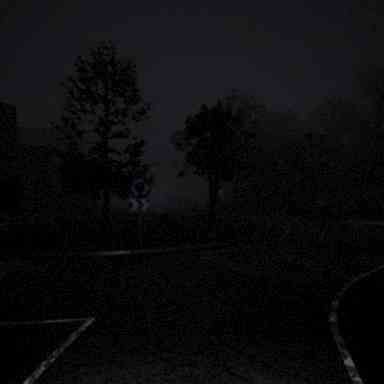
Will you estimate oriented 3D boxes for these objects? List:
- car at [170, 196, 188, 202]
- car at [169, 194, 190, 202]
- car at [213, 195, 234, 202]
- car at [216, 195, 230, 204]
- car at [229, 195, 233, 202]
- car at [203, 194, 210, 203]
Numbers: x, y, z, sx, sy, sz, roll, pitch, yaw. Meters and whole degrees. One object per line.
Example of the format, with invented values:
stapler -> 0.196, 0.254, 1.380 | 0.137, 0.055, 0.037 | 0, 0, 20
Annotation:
car -> -3.857, 2.010, 95.393 | 5.008, 1.535, 2.097 | 0, 0, -6
car -> -3.334, 1.711, 89.767 | 5.566, 2.045, 2.435 | 0, -1, -6
car -> 8.887, 1.750, 94.005 | 5.566, 2.045, 2.435 | 0, 0, -6
car -> 6.212, 1.886, 71.117 | 1.895, 1.301, 4.718 | 0, -1, -6
car -> 9.411, 1.818, 88.248 | 4.553, 1.767, 2.185 | 0, 0, -6
car -> 4.834, 1.940, 85.253 | 2.128, 1.511, 4.902 | 0, -1, -6
